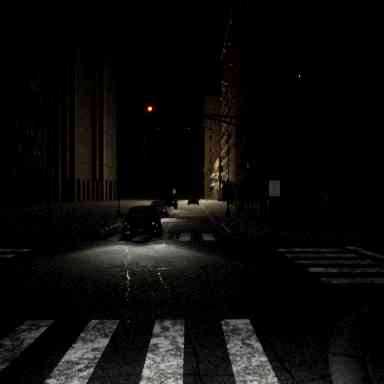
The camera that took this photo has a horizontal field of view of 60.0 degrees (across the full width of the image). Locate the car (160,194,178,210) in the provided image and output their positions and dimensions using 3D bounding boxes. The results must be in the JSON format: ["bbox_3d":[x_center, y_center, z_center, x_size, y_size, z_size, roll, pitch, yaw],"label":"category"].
[{"bbox_3d":[-3.009,1.224,44.321,2.150,2.045,5.566,0,0,1],"label":"car"}]

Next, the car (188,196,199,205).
[{"bbox_3d":[0.202,1.526,56.892,1.812,1.442,4.674,0,0,0],"label":"car"}]

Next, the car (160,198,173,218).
[{"bbox_3d":[-3.049,1.527,30.450,1.812,1.442,4.674,0,0,0],"label":"car"}]

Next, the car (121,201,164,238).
[{"bbox_3d":[-2.656,1.479,17.816,1.882,1.535,5.008,0,0,-7],"label":"car"}]

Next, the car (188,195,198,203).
[{"bbox_3d":[0.213,1.476,67.871,1.882,1.535,5.008,0,0,0],"label":"car"}]
